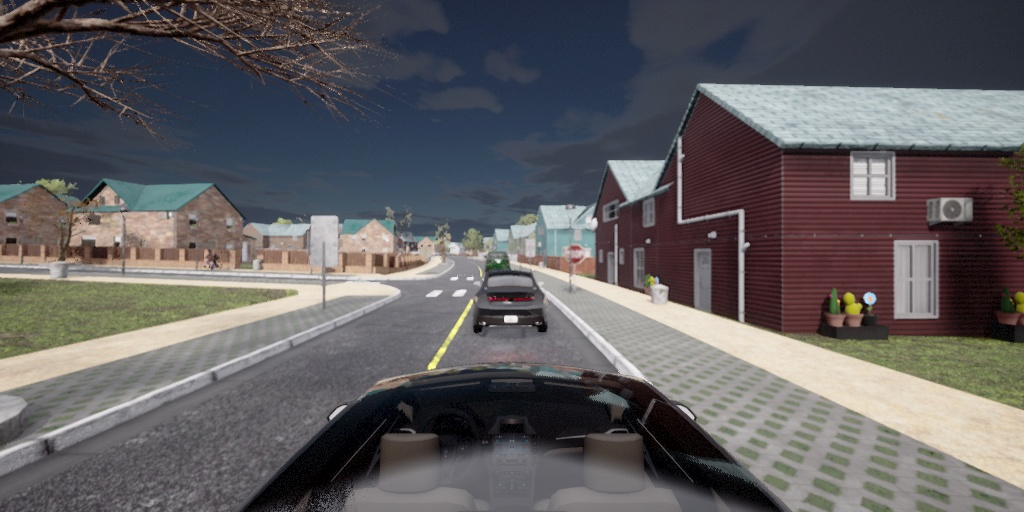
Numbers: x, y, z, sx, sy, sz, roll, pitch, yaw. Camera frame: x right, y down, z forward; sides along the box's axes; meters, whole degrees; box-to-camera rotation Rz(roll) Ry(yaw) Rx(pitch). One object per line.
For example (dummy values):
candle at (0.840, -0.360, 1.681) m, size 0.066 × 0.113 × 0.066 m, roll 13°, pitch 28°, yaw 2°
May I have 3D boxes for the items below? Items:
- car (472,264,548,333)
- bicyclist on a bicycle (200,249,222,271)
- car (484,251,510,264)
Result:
car at (-0.079, 1.142, 10.365) m, size 1.837 × 1.490 × 4.892 m, roll 0°, pitch 0°, yaw -1°
bicyclist on a bicycle at (-22.059, 0.305, 26.315) m, size 0.582 × 1.620 × 1.656 m, roll 1°, pitch 0°, yaw 8°
car at (-1.436, 0.556, 33.787) m, size 2.150 × 2.045 × 5.566 m, roll 0°, pitch 1°, yaw -5°
